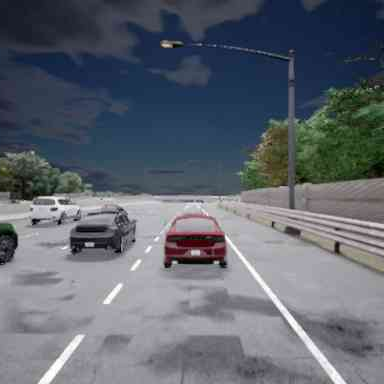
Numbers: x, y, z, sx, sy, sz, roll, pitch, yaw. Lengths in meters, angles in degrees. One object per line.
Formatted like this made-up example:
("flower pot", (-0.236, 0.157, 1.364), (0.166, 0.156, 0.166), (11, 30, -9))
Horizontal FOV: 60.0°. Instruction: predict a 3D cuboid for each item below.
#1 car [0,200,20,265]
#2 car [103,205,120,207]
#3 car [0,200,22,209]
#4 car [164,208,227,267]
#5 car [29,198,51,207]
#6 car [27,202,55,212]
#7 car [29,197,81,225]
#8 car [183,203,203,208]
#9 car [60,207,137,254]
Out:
("car", (-6.898, 1.250, 8.777), (2.150, 2.045, 5.566), (0, 0, 0))
("car", (-6.894, 1.779, 28.752), (1.994, 1.385, 4.181), (0, -1, 0))
("car", (-31.506, 2.137, 57.135), (1.882, 1.535, 5.008), (0, -1, 1))
("car", (0.102, 1.522, 11.588), (1.882, 1.535, 5.008), (0, 0, 0))
("car", (-27.989, 1.950, 61.450), (1.837, 1.490, 4.892), (0, -1, 0))
("car", (-21.067, 2.059, 46.670), (1.994, 1.385, 4.181), (0, -1, 0))
("car", (-10.395, 1.397, 25.639), (2.150, 2.045, 5.566), (0, -1, 0))
("car", (0.093, 1.813, 33.671), (1.812, 1.442, 4.674), (0, -1, 0))
("car", (-3.497, 1.563, 13.795), (1.837, 1.490, 4.892), (0, 0, 0))
